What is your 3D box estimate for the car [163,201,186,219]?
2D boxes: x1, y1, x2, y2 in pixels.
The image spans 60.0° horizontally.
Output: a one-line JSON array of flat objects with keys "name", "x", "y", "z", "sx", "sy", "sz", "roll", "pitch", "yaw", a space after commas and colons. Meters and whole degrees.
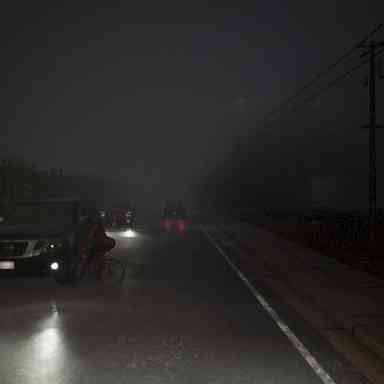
[{"name": "car", "x": -1.536, "y": 1.491, "z": 29.266, "sx": 2.128, "sy": 1.511, "sz": 4.902, "roll": 0, "pitch": 0, "yaw": -3}]

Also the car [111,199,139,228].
[{"name": "car", "x": -4.799, "y": 1.352, "z": 22.240, "sx": 2.097, "sy": 1.767, "sz": 4.553, "roll": 0, "pitch": 0, "yaw": -3}]

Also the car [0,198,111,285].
[{"name": "car", "x": -4.096, "y": 1.217, "z": 9.835, "sx": 2.150, "sy": 2.045, "sz": 5.566, "roll": 0, "pitch": 0, "yaw": -3}]

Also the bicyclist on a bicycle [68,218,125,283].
[{"name": "bicyclist on a bicycle", "x": -2.420, "y": 1.468, "z": 8.166, "sx": 1.656, "sy": 1.620, "sz": 0.582, "roll": 7, "pitch": 1, "yaw": -3}]
